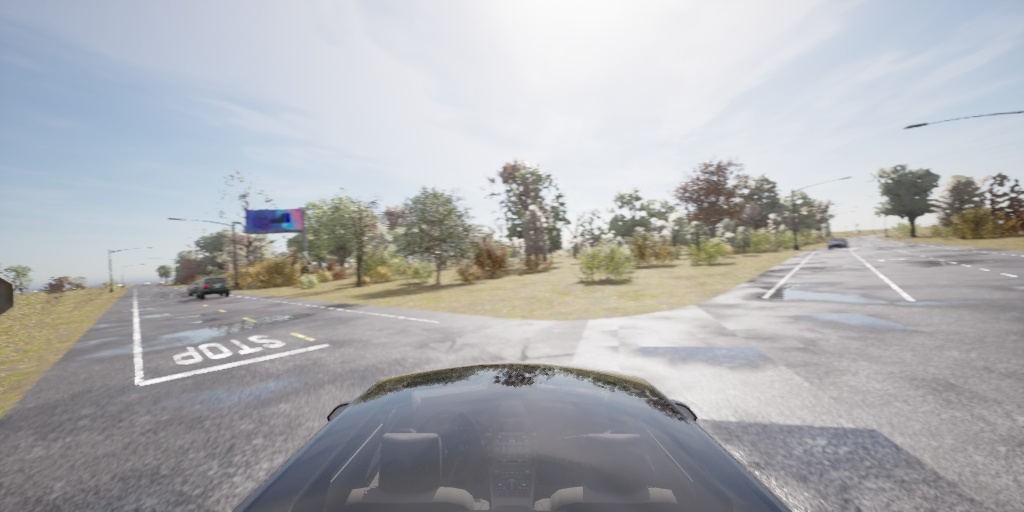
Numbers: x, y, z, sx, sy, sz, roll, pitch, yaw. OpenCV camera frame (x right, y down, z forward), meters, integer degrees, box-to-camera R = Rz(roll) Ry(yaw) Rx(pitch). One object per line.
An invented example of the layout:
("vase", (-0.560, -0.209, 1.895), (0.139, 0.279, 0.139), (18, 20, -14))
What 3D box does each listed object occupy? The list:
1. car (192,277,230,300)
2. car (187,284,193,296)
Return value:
("car", (-29.493, 3.109, 35.343), (5.566, 2.045, 2.150), (-4, -1, 44))
("car", (-37.288, 3.935, 42.772), (4.902, 1.511, 2.128), (-4, -1, 44))
